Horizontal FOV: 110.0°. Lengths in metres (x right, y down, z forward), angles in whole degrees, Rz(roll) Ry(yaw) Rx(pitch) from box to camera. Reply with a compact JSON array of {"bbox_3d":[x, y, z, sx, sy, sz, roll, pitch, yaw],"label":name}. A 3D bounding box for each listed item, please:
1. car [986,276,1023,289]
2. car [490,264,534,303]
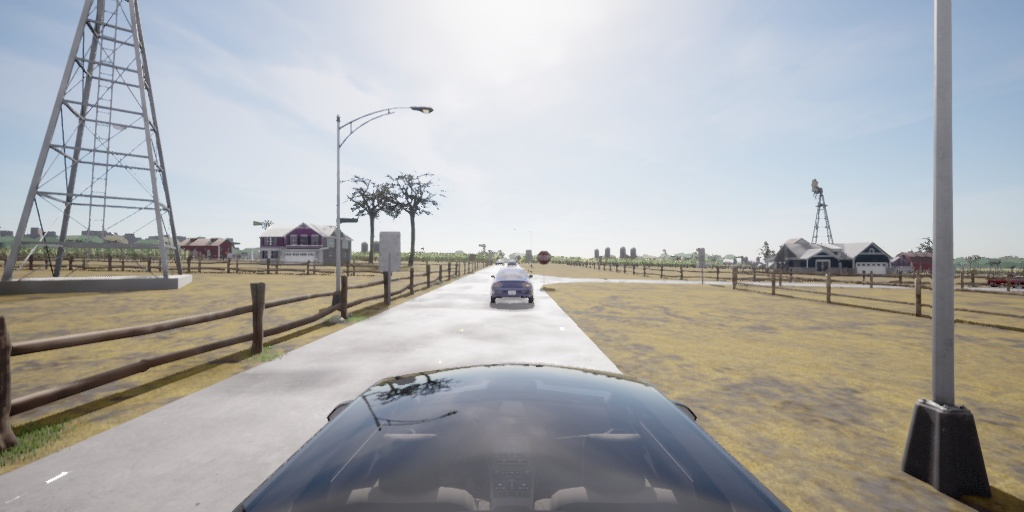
[{"bbox_3d":[49.110,2.599,34.587,4.718,1.301,1.895,1,-1,0],"label":"car"},{"bbox_3d":[0.000,1.295,16.503,1.812,1.442,4.674,0,0,0],"label":"car"}]
